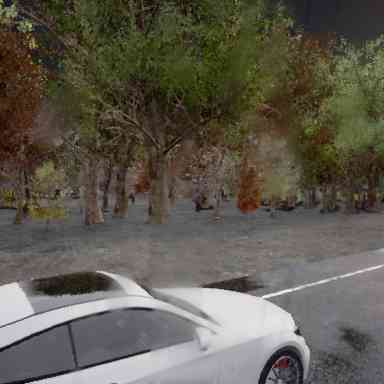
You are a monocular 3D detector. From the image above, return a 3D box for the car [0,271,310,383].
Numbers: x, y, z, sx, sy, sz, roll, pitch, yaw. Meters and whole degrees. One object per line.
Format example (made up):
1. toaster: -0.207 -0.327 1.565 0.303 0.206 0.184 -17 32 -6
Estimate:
1. car: -0.879 1.526 3.121 4.674 1.442 1.812 0 0 -36
